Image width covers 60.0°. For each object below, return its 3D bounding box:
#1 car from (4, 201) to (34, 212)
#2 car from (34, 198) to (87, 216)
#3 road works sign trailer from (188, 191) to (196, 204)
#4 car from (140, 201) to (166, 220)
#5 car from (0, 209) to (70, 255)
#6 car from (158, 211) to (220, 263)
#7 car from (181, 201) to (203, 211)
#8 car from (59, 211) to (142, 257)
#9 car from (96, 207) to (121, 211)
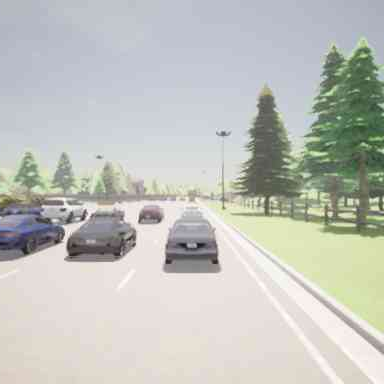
[{"bbox_3d":[-13.989,1.641,28.414,2.097,1.767,4.553,0,-1,0],"label":"car"},{"bbox_3d":[-10.497,1.506,27.572,2.150,2.045,5.566,0,0,0],"label":"car"},{"bbox_3d":[-0.027,1.395,91.651,2.380,3.560,2.880,0,-1,0],"label":"road works sign trailer"},{"bbox_3d":[-3.485,1.820,28.885,1.812,1.442,4.674,0,0,0],"label":"car"},{"bbox_3d":[-6.983,1.668,13.884,1.812,1.442,4.674,0,0,0],"label":"car"},{"bbox_3d":[0.003,1.676,12.505,2.033,1.411,5.357,0,-1,0],"label":"car"},{"bbox_3d":[0.014,1.820,28.882,1.812,1.442,4.674,0,0,0],"label":"car"},{"bbox_3d":[-3.487,1.703,13.531,1.994,1.385,4.181,0,0,0],"label":"car"},{"bbox_3d":[-6.991,1.889,28.235,1.895,1.301,4.718,0,-1,0],"label":"car"}]
